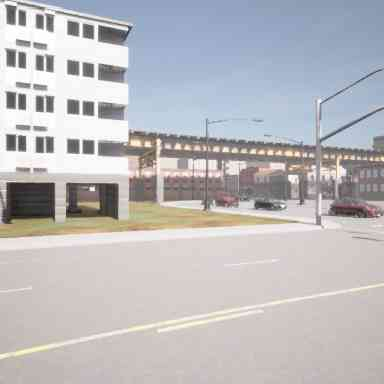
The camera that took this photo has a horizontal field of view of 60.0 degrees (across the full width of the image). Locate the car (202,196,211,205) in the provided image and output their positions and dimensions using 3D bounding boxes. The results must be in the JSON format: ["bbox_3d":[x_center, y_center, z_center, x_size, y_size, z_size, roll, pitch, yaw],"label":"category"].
[{"bbox_3d":[2.746,1.505,59.893,1.837,1.490,4.892,0,0,-1],"label":"car"}]

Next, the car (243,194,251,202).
[{"bbox_3d":[11.447,1.525,75.426,2.128,1.511,4.902,0,0,41],"label":"car"}]

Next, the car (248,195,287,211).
[{"bbox_3d":[9.474,1.492,40.592,2.128,1.511,4.902,0,0,-25],"label":"car"}]

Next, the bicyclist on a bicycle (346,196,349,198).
[{"bbox_3d":[20.303,1.303,43.336,1.656,1.620,0.582,0,0,-25],"label":"bicyclist on a bicycle"}]

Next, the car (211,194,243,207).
[{"bbox_3d":[5.219,1.478,50.086,1.882,1.535,5.008,0,0,-22],"label":"car"}]

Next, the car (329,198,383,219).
[{"bbox_3d":[14.602,1.352,29.693,2.097,1.767,4.553,0,0,-25],"label":"car"}]
